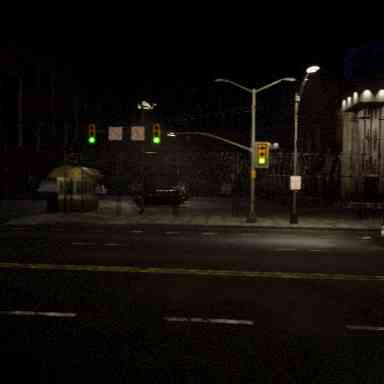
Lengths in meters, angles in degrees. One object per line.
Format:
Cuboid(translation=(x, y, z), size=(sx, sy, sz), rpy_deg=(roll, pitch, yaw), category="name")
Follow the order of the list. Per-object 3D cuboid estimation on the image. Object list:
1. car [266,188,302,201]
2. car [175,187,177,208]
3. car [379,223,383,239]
Cuboid(translation=(15.440, 0.350, 56.224), size=(5.566, 2.045, 2.435), rpy_deg=(1, 1, 5), category="car")
Cuboid(translation=(-3.162, 0.575, 32.754), size=(4.553, 1.767, 2.185), rpy_deg=(1, 1, 5), category="car")
Cuboid(translation=(9.951, 1.374, 12.699), size=(4.902, 1.511, 2.128), rpy_deg=(1, 1, 9), category="car")
